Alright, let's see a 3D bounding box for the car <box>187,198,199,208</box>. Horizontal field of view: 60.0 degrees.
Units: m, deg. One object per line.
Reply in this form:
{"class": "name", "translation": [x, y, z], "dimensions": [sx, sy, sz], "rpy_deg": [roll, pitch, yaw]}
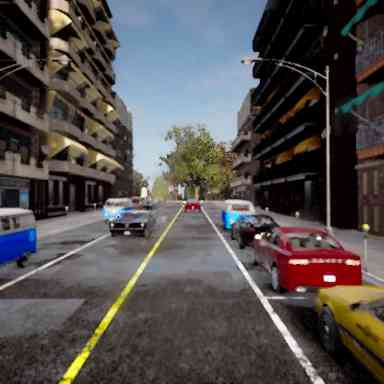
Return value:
{"class": "car", "translation": [0.081, 1.686, 53.334], "dimensions": [1.812, 1.442, 4.674], "rpy_deg": [0, 0, -2]}

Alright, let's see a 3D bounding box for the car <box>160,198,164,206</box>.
{"class": "car", "translation": [-5.686, 1.694, 48.441], "dimensions": [2.008, 1.369, 4.403], "rpy_deg": [1, 0, 0]}

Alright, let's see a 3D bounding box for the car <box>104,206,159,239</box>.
{"class": "car", "translation": [-3.054, 1.651, 17.944], "dimensions": [1.895, 1.301, 4.718], "rpy_deg": [0, 0, 0]}

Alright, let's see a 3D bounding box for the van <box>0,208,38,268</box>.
{"class": "van", "translation": [-5.677, 1.366, 8.809], "dimensions": [1.690, 1.788, 3.998], "rpy_deg": [1, 0, 0]}

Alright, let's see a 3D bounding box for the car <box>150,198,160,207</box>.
{"class": "car", "translation": [-5.686, 1.691, 42.779], "dimensions": [1.947, 1.339, 4.313], "rpy_deg": [1, 0, 0]}

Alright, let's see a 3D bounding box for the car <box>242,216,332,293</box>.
{"class": "car", "translation": [2.704, 1.570, 8.771], "dimensions": [1.887, 1.381, 4.507], "rpy_deg": [1, 0, 0]}

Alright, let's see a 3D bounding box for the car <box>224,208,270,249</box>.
{"class": "car", "translation": [2.707, 1.607, 14.433], "dimensions": [1.947, 1.339, 4.313], "rpy_deg": [1, 0, 0]}

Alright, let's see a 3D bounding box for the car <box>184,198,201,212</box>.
{"class": "car", "translation": [0.093, 1.594, 39.751], "dimensions": [1.882, 1.535, 5.008], "rpy_deg": [0, 0, 0]}

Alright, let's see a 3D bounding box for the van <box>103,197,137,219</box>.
{"class": "van", "translation": [-5.680, 1.414, 25.794], "dimensions": [1.690, 1.788, 3.998], "rpy_deg": [1, 0, 0]}

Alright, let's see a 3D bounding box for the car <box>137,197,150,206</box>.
{"class": "car", "translation": [-5.680, 1.405, 31.455], "dimensions": [2.192, 1.841, 5.009], "rpy_deg": [1, 0, 0]}

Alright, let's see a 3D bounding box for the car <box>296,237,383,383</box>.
{"class": "car", "translation": [2.702, 1.535, 3.280], "dimensions": [1.752, 1.417, 4.829], "rpy_deg": [1, 0, 0]}

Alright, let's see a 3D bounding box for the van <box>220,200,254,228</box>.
{"class": "van", "translation": [2.688, 1.398, 20.095], "dimensions": [1.690, 1.788, 3.998], "rpy_deg": [1, 0, 0]}
